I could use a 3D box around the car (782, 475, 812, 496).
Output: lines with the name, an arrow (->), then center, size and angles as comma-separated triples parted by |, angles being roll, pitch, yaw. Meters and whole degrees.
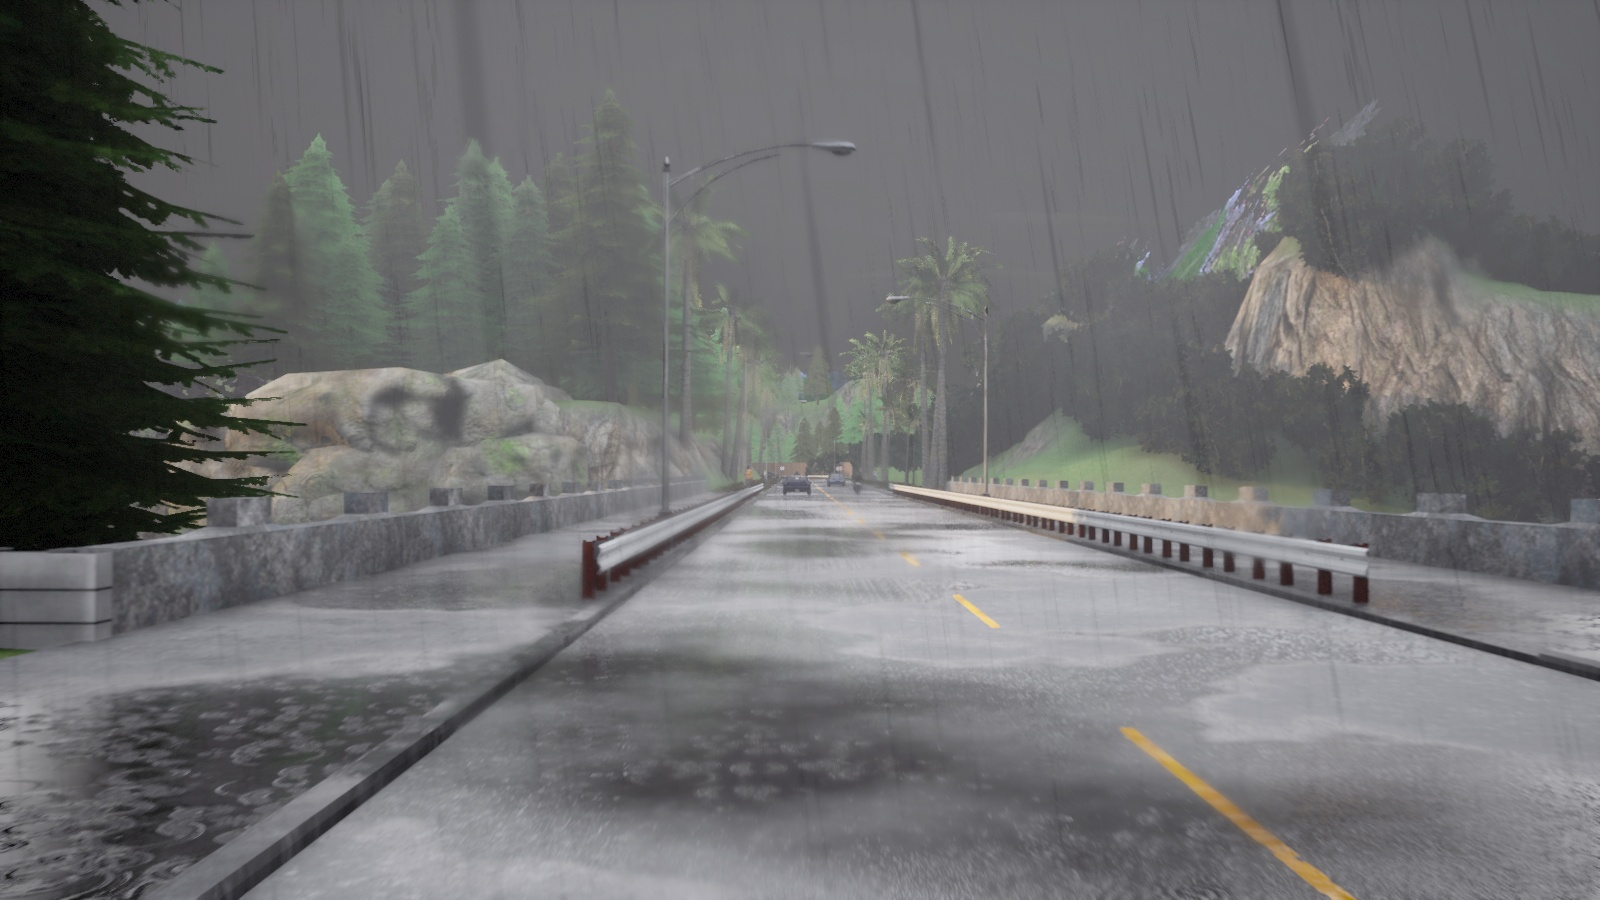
car -> -0.178, 2.300, 82.709 | 1.895, 1.301, 4.718 | 0, -1, 0
